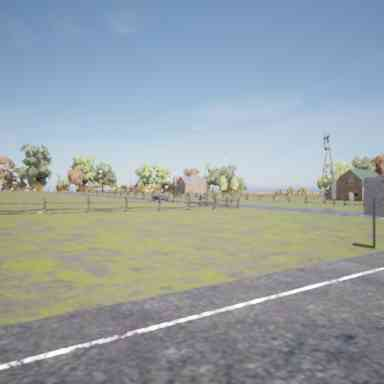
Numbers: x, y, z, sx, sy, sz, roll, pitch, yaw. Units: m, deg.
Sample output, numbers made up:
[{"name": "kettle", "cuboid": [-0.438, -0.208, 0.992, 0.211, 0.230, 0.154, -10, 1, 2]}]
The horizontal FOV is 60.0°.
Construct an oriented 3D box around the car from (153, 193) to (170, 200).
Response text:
[{"name": "car", "cuboid": [-6.133, 0.949, 64.647, 1.812, 1.442, 4.674, 0, 1, -35]}]
